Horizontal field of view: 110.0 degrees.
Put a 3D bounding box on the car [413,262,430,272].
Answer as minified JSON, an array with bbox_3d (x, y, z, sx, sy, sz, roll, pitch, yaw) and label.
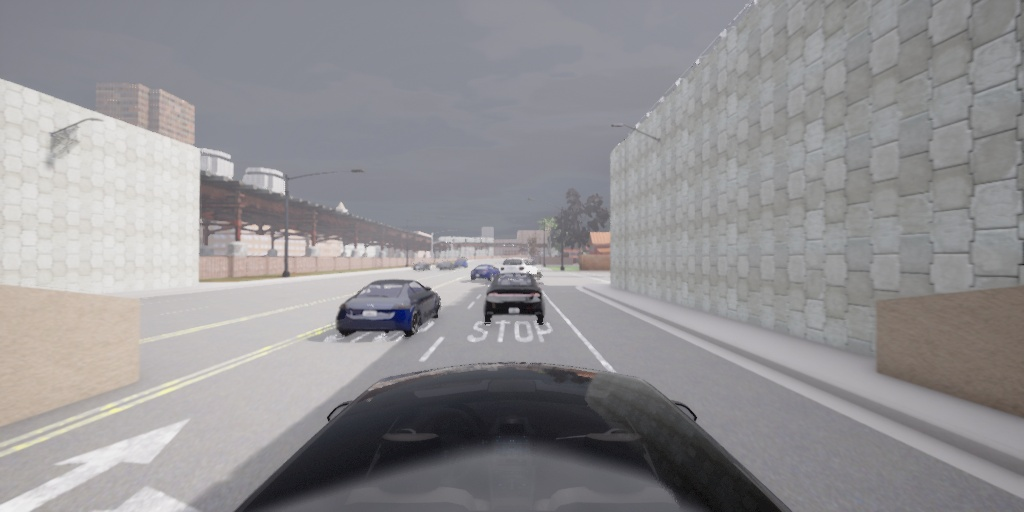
[{"bbox_3d":[-13.991,1.617,55.609,2.128,1.511,4.902,0,0,0],"label":"car"}]

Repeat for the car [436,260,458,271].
[{"bbox_3d":[-10.474,1.654,57.703,1.837,1.490,4.892,0,0,1],"label":"car"}]

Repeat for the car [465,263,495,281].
[{"bbox_3d":[-2.214,1.508,32.811,1.812,1.442,4.674,-1,-1,18],"label":"car"}]

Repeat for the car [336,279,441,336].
[{"bbox_3d":[-3.432,1.376,10.694,1.994,1.385,4.181,0,0,0],"label":"car"}]

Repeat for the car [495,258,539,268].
[{"bbox_3d":[0.824,1.195,30.864,2.150,2.045,5.566,-2,-1,19],"label":"car"}]

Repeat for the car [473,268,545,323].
[{"bbox_3d":[0.079,1.325,12.419,2.128,1.511,4.902,0,0,0],"label":"car"}]
